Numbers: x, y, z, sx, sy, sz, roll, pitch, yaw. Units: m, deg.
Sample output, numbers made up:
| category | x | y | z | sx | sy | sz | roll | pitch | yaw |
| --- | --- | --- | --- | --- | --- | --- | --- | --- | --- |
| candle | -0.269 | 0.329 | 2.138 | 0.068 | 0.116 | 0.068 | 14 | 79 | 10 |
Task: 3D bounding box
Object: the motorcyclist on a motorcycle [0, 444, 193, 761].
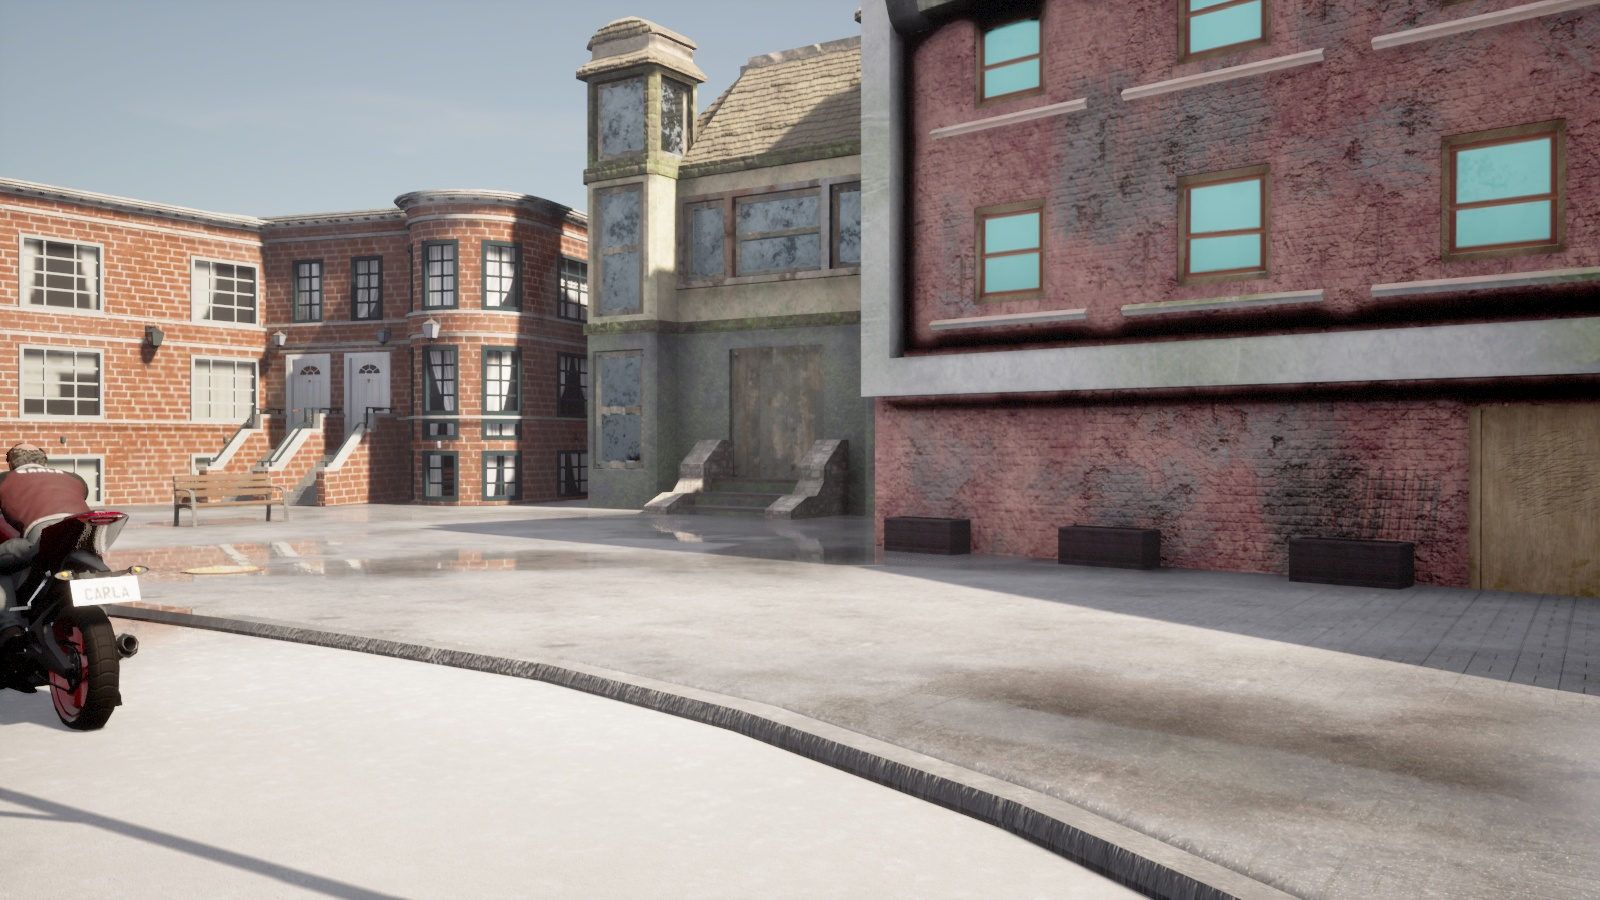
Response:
| category | x | y | z | sx | sy | sz | roll | pitch | yaw |
| --- | --- | --- | --- | --- | --- | --- | --- | --- | --- |
| motorcyclist on a motorcycle | -4.364 | 0.734 | 7.124 | 2.191 | 1.530 | 0.866 | 0 | 0 | 41 |
